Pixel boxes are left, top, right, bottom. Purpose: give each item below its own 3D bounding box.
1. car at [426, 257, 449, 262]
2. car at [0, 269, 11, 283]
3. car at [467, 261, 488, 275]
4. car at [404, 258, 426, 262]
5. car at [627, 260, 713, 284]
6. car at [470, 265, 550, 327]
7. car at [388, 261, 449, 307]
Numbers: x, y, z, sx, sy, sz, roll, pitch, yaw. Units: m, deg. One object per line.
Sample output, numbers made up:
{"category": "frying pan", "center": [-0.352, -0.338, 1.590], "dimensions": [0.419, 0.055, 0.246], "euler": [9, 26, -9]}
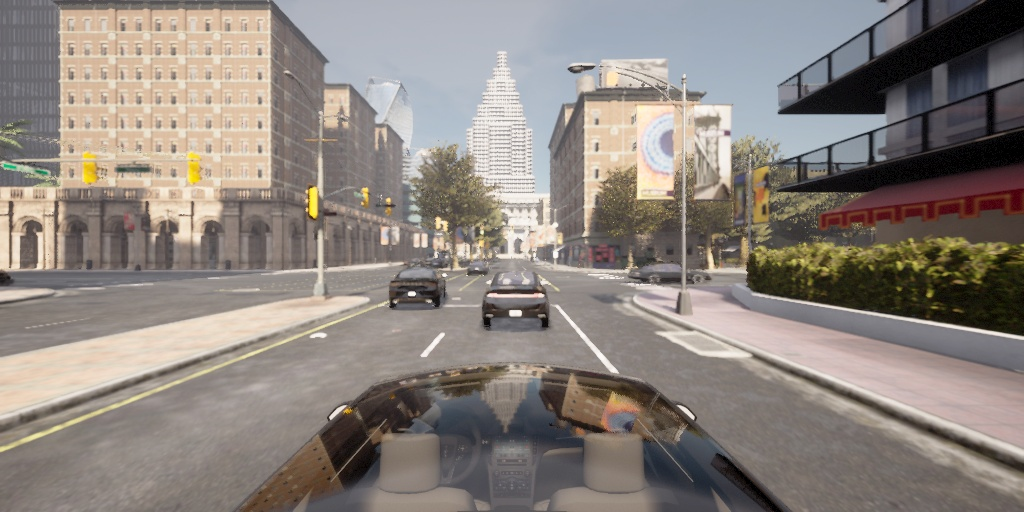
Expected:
{"category": "car", "center": [-11.470, 1.037, 56.014], "dimensions": [2.128, 1.511, 4.902], "euler": [0, 0, 0]}
{"category": "car", "center": [-37.617, 1.166, 24.525], "dimensions": [4.892, 1.490, 1.837], "euler": [0, 0, 0]}
{"category": "car", "center": [-3.378, 1.183, 36.521], "dimensions": [1.994, 1.385, 4.181], "euler": [0, 0, 0]}
{"category": "car", "center": [-14.970, 1.050, 55.998], "dimensions": [1.837, 1.490, 4.892], "euler": [0, 0, 0]}
{"category": "car", "center": [10.911, 1.211, 25.010], "dimensions": [5.357, 1.411, 2.033], "euler": [0, 0, 0]}
{"category": "car", "center": [0.160, 1.206, 11.360], "dimensions": [2.128, 1.511, 4.902], "euler": [0, 0, 2]}
{"category": "car", "center": [-3.858, 1.177, 15.161], "dimensions": [1.882, 1.535, 5.008], "euler": [0, 0, -7]}
